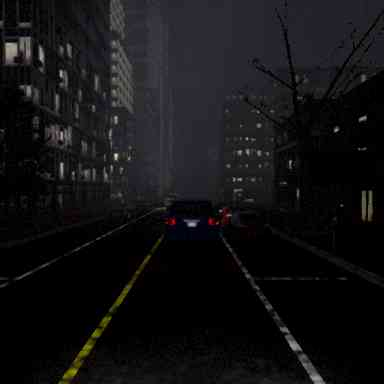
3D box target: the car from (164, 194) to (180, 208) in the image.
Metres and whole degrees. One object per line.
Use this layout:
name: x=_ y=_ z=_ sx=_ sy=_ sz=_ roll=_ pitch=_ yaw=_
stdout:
car: x=-3.000 y=1.315 z=51.625 sx=2.150 sy=2.045 sz=5.566 roll=0 pitch=0 yaw=0

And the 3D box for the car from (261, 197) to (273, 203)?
car: x=16.314 y=1.618 z=67.679 sx=4.403 sy=1.369 sz=2.008 roll=0 pitch=0 yaw=1

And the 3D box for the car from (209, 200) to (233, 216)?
car: x=2.808 y=1.540 z=33.257 sx=2.008 sy=1.369 sz=4.403 roll=-1 pitch=0 yaw=0

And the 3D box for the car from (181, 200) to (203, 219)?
car: x=0.000 y=1.524 z=29.654 sx=1.812 sy=1.442 sz=4.674 roll=0 pitch=0 yaw=0

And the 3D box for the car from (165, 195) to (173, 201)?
car: x=-5.702 y=1.510 z=82.331 sx=1.752 sy=1.417 sz=4.829 roll=-1 pitch=0 yaw=0

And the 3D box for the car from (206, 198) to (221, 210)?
car: x=2.807 y=1.513 z=44.716 sx=1.752 sy=1.417 sz=4.829 roll=-1 pitch=0 yaw=0

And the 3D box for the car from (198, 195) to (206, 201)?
car: x=2.678 y=1.536 z=88.156 sx=2.008 sy=1.369 sz=4.403 roll=-1 pitch=0 yaw=0

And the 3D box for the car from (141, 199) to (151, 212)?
car: x=-5.831 y=1.533 z=38.959 sx=1.887 sy=1.381 sz=4.507 roll=-1 pitch=0 yaw=0

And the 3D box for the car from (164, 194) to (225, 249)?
car: x=0.000 y=1.253 z=14.681 sx=2.150 sy=2.045 sz=5.566 roll=0 pitch=0 yaw=0

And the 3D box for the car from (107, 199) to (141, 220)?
car: x=-5.805 y=1.542 z=27.670 sx=2.008 sy=1.369 sz=4.403 roll=-1 pitch=0 yaw=0

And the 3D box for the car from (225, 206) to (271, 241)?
car: x=2.712 y=1.576 z=16.325 sx=1.802 sy=1.307 sz=4.206 roll=-1 pitch=0 yaw=0

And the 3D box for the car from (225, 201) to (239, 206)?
car: x=2.746 y=1.537 z=21.969 sx=1.887 sy=1.381 sz=4.507 roll=-1 pitch=0 yaw=0

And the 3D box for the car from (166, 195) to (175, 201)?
car: x=-5.702 y=1.551 z=88.155 sx=1.947 sy=1.339 sz=4.313 roll=-1 pitch=0 yaw=0
